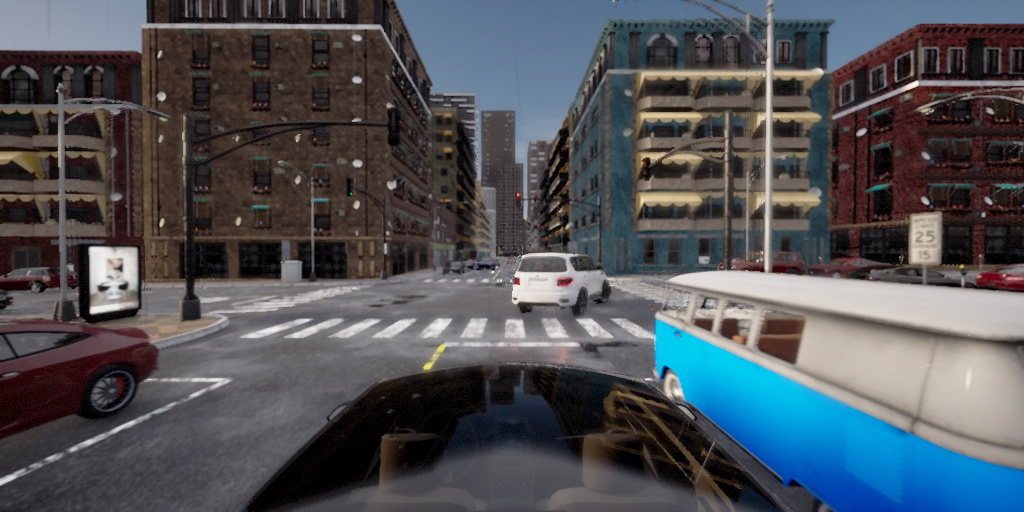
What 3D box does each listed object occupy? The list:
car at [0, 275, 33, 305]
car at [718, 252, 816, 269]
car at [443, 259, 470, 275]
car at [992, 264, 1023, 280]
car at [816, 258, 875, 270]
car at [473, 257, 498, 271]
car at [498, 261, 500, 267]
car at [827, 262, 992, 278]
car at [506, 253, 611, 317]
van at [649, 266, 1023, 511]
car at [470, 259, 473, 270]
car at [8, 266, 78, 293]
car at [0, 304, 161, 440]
[{"bbox_3d":[-22.396,1.573,14.014,4.403,1.370,2.007,0,0,0],"label":"car"},{"bbox_3d":[15.767,0.668,22.806,5.009,1.841,2.192,0,0,0],"label":"car"},{"bbox_3d":[-5.701,1.138,35.653,1.948,1.339,4.313,0,0,0],"label":"car"},{"bbox_3d":[21.361,0.964,14.467,4.207,1.307,1.802,0,0,0],"label":"car"},{"bbox_3d":[21.337,0.817,22.847,4.507,1.381,1.888,0,0,0],"label":"car"},{"bbox_3d":[-3.104,0.888,43.069,2.097,1.767,4.553,0,0,0],"label":"car"},{"bbox_3d":[-3.081,1.024,58.882,1.994,1.385,4.181,0,0,0],"label":"car"},{"bbox_3d":[15.790,1.029,14.426,4.313,1.339,1.948,0,0,0],"label":"car"},{"bbox_3d":[1.985,0.911,13.213,2.150,2.045,5.566,-1,0,27],"label":"car"},{"bbox_3d":[2.689,1.082,3.250,1.690,1.789,3.998,0,0,0],"label":"van"},{"bbox_3d":[-5.705,1.084,46.700,1.948,1.339,4.313,0,0,0],"label":"car"},{"bbox_3d":[-30.266,1.464,22.595,4.097,1.591,1.967,0,0,0],"label":"car"},{"bbox_3d":[-5.692,1.324,3.248,1.802,1.307,4.207,0,0,0],"label":"car"}]
